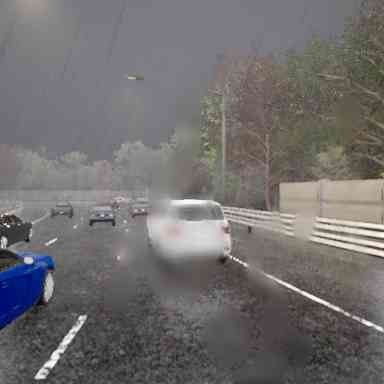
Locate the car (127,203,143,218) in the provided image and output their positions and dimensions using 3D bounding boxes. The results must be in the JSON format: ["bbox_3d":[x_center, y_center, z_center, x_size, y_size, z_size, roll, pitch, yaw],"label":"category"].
[{"bbox_3d":[-5.161,1.734,32.341,2.033,1.411,5.357,0,0,-17],"label":"car"}]

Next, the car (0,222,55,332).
[{"bbox_3d":[-3.738,1.508,5.083,1.882,1.535,5.008,0,0,-3],"label":"car"}]

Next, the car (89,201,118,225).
[{"bbox_3d":[-6.811,1.695,25.369,2.033,1.411,5.357,0,0,-14],"label":"car"}]

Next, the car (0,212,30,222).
[{"bbox_3d":[-8.140,1.586,13.806,1.837,1.490,4.892,0,0,-7],"label":"car"}]

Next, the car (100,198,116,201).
[{"bbox_3d":[-12.710,1.642,50.368,2.097,1.767,4.553,0,0,-27],"label":"car"}]

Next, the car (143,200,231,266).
[{"bbox_3d":[-0.344,1.293,12.152,2.150,2.045,5.566,0,0,-13],"label":"car"}]

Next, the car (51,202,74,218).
[{"bbox_3d":[-12.613,1.681,32.478,2.128,1.511,4.902,0,0,-18],"label":"car"}]
